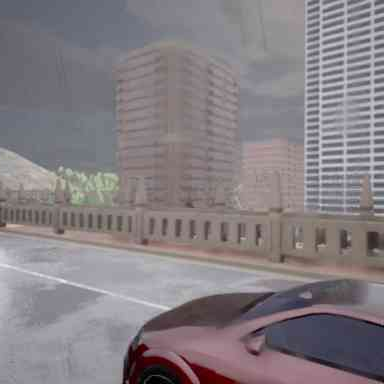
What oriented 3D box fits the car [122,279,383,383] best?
[{"bbox_3d":[1.329,1.562,3.045,4.181,1.385,1.994,0,0,35],"label":"car"}]
